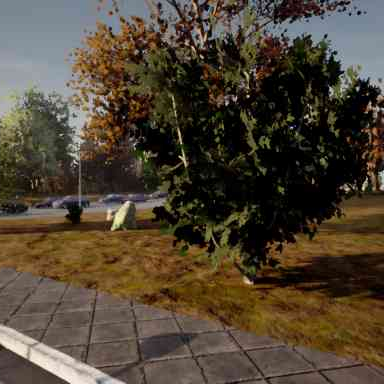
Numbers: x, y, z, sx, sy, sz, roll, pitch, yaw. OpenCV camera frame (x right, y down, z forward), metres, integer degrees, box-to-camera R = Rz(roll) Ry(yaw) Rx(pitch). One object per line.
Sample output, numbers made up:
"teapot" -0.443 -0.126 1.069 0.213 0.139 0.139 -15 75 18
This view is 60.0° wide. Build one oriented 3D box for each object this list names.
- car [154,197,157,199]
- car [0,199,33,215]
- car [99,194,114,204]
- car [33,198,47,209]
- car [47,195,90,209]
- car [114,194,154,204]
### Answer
"car" -5.781 0.465 60.108 2.128 1.511 4.902 0 3 40
"car" -19.013 1.260 32.302 2.150 2.045 5.566 0 1 38
"car" -12.338 1.009 52.076 1.812 1.442 4.674 0 2 39
"car" -18.552 1.401 44.433 2.033 1.411 5.357 0 2 39
"car" -15.490 1.179 42.650 2.097 1.767 4.553 0 2 39
"car" -8.798 0.959 50.901 2.033 1.411 5.357 0 3 39
